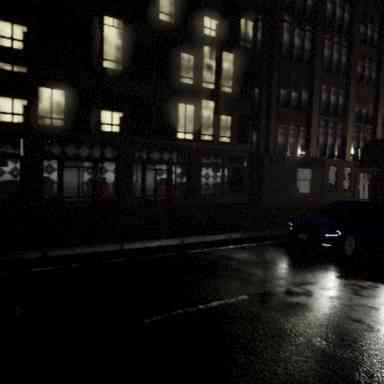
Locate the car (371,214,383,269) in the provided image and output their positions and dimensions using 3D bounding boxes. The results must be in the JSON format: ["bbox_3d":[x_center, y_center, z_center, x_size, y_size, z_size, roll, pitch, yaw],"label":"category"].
[{"bbox_3d":[6.931,1.363,8.287,5.357,1.411,2.033,0,4,-35],"label":"car"}]

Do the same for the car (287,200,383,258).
[{"bbox_3d":[5.299,1.049,11.094,5.008,1.535,1.882,0,4,-35],"label":"car"}]
